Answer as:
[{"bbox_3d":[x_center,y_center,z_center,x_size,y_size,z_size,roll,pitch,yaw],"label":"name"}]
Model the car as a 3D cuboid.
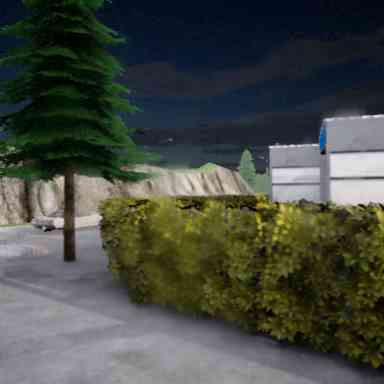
[{"bbox_3d":[-7.223,1.722,20.628,1.895,1.301,4.718,0,0,29],"label":"car"}]
